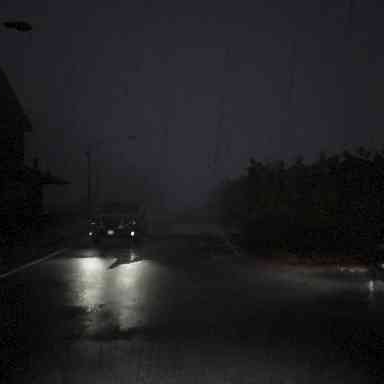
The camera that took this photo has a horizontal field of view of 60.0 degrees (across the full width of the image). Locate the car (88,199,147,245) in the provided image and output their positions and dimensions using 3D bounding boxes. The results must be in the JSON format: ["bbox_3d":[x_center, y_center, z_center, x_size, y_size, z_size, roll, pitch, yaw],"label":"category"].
[{"bbox_3d":[-3.554,1.390,16.968,2.150,2.045,5.566,0,-1,-2],"label":"car"}]

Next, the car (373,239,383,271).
[{"bbox_3d":[7.485,1.445,8.975,4.553,1.767,2.097,0,-1,4],"label":"car"}]
